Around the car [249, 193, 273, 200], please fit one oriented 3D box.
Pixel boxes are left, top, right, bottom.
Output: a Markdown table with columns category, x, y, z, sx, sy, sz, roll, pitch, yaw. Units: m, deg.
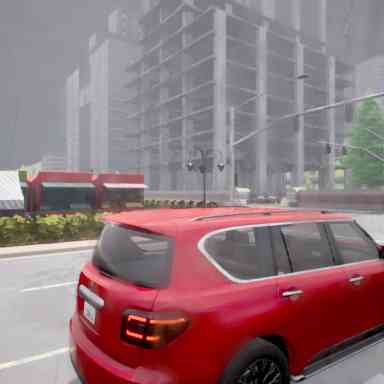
| category | x | y | z | sx | sy | sz | roll | pitch | yaw |
| --- | --- | --- | --- | --- | --- | --- | --- | --- | --- |
| car | 11.674 | 1.112 | 58.169 | 1.905 | 1.878 | 3.866 | 0 | 0 | -36 |

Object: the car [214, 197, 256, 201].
| category | x | y | z | sx | sy | sz | roll | pitch | yaw |
| --- | --- | --- | --- | --- | --- | --- | --- | --- | --- |
| car | 3.024 | 1.421 | 29.740 | 1.882 | 1.535 | 5.008 | 0 | 0 | -36 |

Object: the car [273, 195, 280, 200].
| category | x | y | z | sx | sy | sz | roll | pitch | yaw |
| --- | --- | --- | --- | --- | --- | --- | --- | --- | --- |
| car | 14.066 | 1.112 | 59.881 | 1.905 | 1.878 | 3.866 | 0 | 0 | -36 |

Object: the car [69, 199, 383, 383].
| category | x | y | z | sx | sy | sz | roll | pitch | yaw |
| --- | --- | --- | --- | --- | --- | --- | --- | --- | --- |
| car | 1.232 | 1.221 | 4.664 | 5.566 | 2.045 | 2.150 | 0 | 0 | -35 |
